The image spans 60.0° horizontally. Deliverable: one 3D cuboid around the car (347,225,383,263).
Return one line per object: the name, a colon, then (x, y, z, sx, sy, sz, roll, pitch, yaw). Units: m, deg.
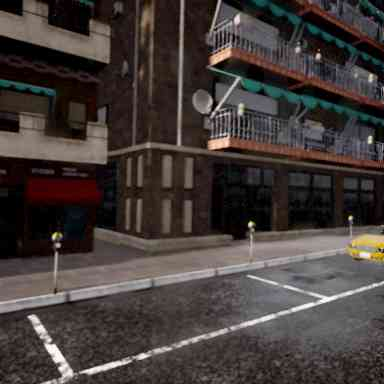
car: (7.391, 1.685, 11.812, 4.829, 1.417, 1.752, 1, 0, -35)
